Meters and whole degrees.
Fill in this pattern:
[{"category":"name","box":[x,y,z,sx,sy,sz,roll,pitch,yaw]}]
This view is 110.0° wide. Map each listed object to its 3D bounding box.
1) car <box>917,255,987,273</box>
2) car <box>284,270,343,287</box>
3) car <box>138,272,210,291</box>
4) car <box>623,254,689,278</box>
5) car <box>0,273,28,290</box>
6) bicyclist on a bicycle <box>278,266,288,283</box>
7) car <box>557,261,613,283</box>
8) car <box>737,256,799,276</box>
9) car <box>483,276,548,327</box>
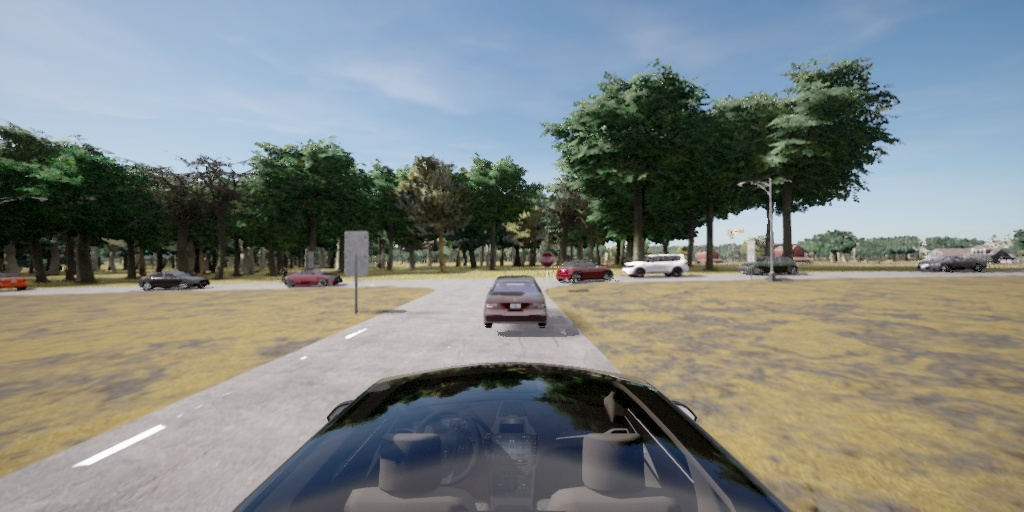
[{"category":"car","box":[39.495,0.712,32.274,4.902,1.511,2.128,-1,0,0]},{"category":"car","box":[-16.286,1.816,29.485,4.181,1.385,1.994,-1,0,0]},{"category":"car","box":[-27.733,2.022,29.525,4.892,1.490,1.837,-2,0,0]},{"category":"car","box":[12.923,0.880,32.369,5.566,2.045,2.150,-1,0,0]},{"category":"car","box":[-47.221,2.331,32.475,4.553,1.767,2.097,-1,0,1]},{"category":"bicyclist on a bicycle","box":[-22.592,1.830,35.483,0.582,1.620,1.656,-1,0,0]},{"category":"car","box":[5.911,1.163,28.847,4.553,1.767,2.097,-1,1,-27]},{"category":"car","box":[22.952,0.832,32.332,4.553,1.767,2.097,-1,0,0]},{"category":"car","box":[0.104,1.359,11.799,2.033,1.411,5.357,0,0,0]}]
